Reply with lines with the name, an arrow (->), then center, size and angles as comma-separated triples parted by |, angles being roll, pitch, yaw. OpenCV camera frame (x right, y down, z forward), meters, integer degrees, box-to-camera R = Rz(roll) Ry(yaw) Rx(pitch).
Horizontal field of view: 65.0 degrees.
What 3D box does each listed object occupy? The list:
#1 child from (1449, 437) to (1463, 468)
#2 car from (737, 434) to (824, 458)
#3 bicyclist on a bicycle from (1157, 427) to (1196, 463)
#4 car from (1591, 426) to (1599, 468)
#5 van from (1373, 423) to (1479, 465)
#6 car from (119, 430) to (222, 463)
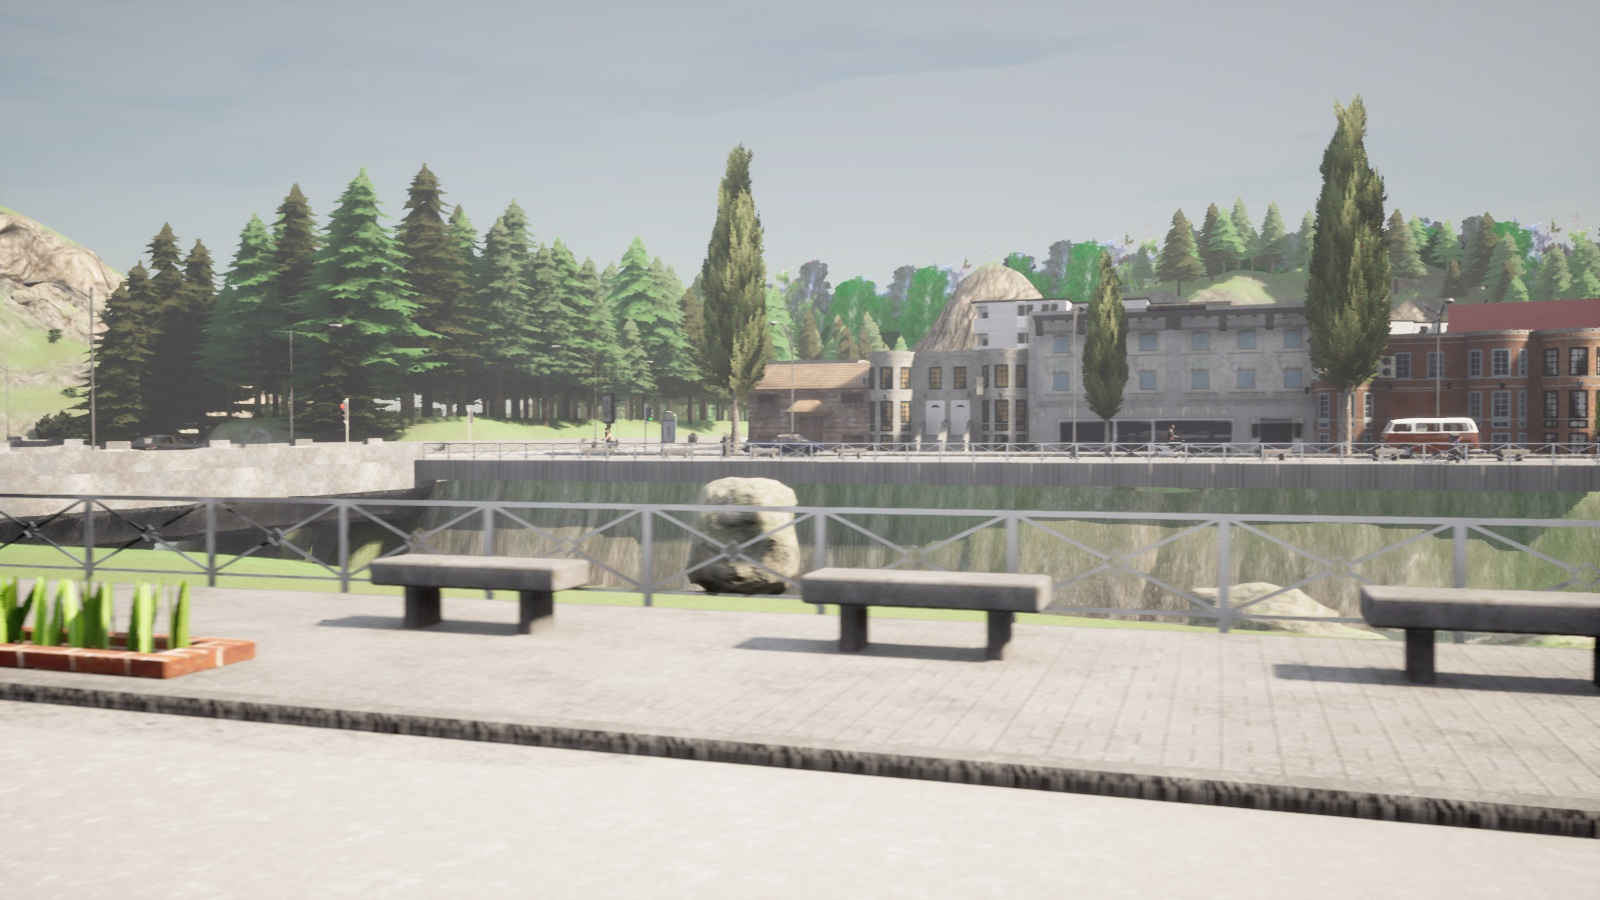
child -> 26.778, 0.096, 51.278 | 0.437, 1.263, 0.270 | 1, 1, 19
car -> -1.162, -0.252, 73.372 | 4.718, 1.301, 1.895 | 1, 1, 19
bicyclist on a bicycle -> 18.724, -0.233, 62.466 | 1.843, 1.776, 0.659 | 0, 1, 19
car -> 37.804, -0.133, 56.052 | 3.866, 1.878, 1.905 | 1, 1, 19
van -> 31.105, -0.334, 62.521 | 4.480, 2.038, 2.069 | 1, 1, 19
car -> -28.937, -0.195, 57.873 | 1.816, 1.474, 4.193 | 1, 1, 19
